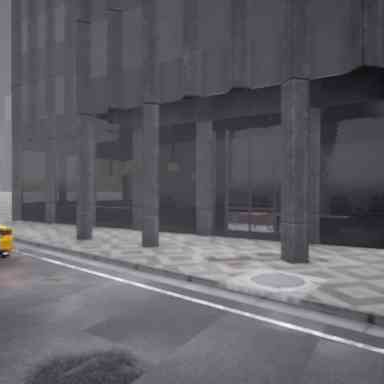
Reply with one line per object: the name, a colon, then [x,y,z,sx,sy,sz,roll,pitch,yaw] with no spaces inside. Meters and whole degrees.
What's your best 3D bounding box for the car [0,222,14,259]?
car: [-7.904,1.442,11.361,5.008,1.535,1.882,0,0,40]
